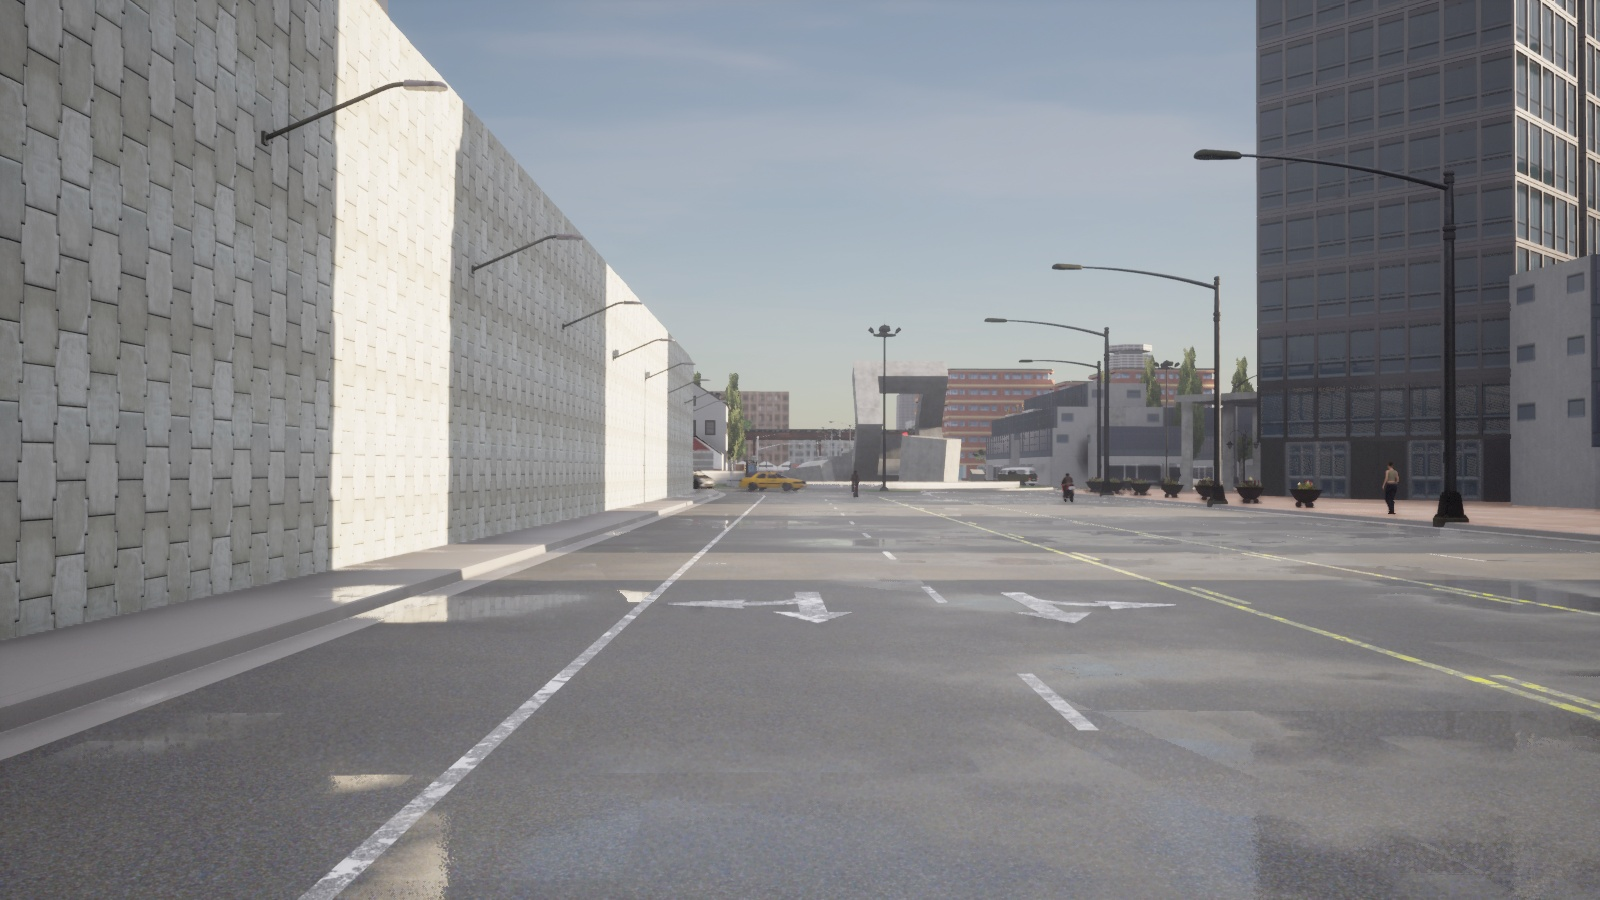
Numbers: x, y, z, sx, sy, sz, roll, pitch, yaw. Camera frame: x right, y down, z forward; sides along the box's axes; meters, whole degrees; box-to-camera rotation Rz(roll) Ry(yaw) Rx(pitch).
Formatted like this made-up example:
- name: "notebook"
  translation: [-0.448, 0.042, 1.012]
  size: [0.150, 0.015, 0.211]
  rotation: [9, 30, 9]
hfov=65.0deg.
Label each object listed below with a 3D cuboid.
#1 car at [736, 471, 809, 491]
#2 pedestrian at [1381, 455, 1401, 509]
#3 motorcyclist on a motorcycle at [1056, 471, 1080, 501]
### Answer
- name: "car"
  translation: [-2.134, 2.388, 97.080]
  size: [5.366, 1.575, 1.801]
  rotation: [-1, -1, 25]
- name: "pedestrian"
  translation: [20.271, 1.110, 43.080]
  size: [0.345, 1.836, 0.594]
  rotation: [0, -1, -5]
- name: "motorcyclist on a motorcycle"
  translation: [13.687, 1.817, 64.152]
  size: [0.797, 1.523, 2.044]
  rotation: [0, -1, 0]
